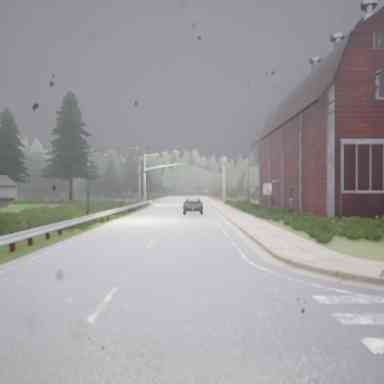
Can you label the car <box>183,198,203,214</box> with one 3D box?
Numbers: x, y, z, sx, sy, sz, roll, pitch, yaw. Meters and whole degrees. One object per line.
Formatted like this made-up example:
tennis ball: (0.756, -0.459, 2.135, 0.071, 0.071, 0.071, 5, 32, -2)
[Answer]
car: (0.102, 1.327, 32.778, 2.128, 1.511, 4.902, 0, 0, 0)
